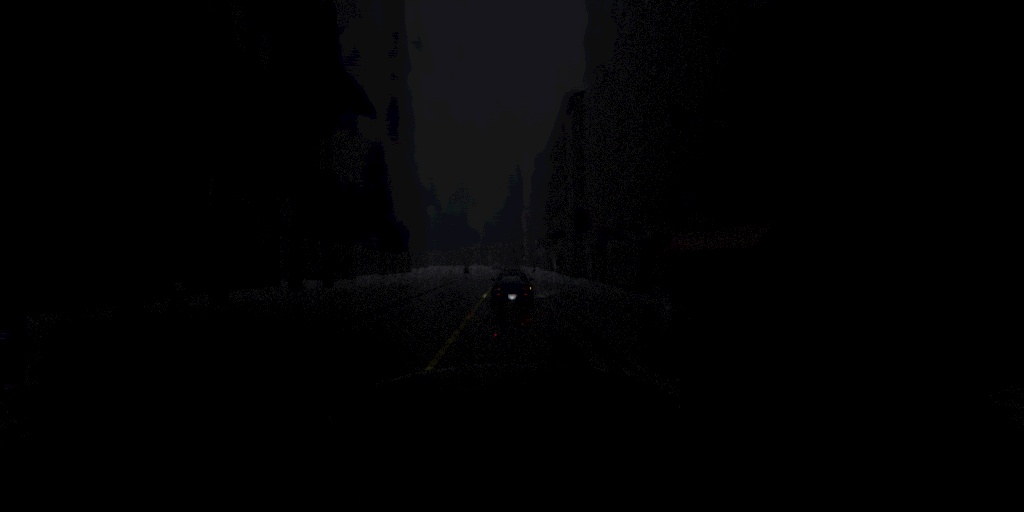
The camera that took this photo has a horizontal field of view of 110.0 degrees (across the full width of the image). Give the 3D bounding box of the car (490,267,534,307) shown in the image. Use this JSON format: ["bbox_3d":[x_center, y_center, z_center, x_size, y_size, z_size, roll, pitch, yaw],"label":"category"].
[{"bbox_3d":[0.005,1.424,16.241,1.812,1.442,4.674,0,0,0],"label":"car"}]

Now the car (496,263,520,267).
[{"bbox_3d":[0.006,1.566,31.150,2.128,1.511,4.902,0,-1,0],"label":"car"}]
